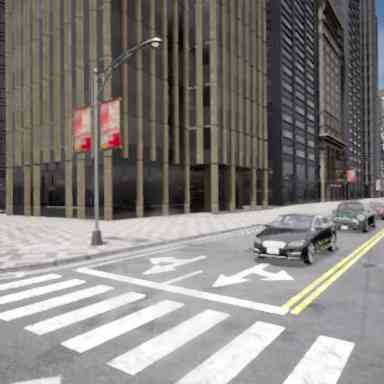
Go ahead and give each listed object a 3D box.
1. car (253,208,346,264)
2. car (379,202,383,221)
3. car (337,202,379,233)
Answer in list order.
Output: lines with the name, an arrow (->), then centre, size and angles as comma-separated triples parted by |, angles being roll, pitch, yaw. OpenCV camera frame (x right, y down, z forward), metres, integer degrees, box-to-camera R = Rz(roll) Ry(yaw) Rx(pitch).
car -> 3.908, 1.549, 12.228 | 2.128, 1.511, 4.902 | -1, 0, 36
car -> 15.748, 1.609, 28.669 | 1.812, 1.442, 4.674 | -1, -1, 36
car -> 9.841, 1.422, 20.473 | 2.097, 1.767, 4.553 | -1, -1, 36
